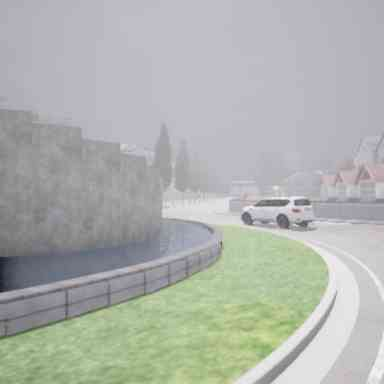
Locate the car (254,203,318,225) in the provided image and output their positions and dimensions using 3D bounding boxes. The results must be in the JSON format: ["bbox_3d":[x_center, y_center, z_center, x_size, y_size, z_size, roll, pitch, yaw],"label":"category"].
[{"bbox_3d":[7.495,1.689,27.088,1.837,1.490,4.892,0,0,-36],"label":"car"}]

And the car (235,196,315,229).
[{"bbox_3d":[5.836,1.380,23.260,2.150,2.045,5.566,0,-1,-34],"label":"car"}]
